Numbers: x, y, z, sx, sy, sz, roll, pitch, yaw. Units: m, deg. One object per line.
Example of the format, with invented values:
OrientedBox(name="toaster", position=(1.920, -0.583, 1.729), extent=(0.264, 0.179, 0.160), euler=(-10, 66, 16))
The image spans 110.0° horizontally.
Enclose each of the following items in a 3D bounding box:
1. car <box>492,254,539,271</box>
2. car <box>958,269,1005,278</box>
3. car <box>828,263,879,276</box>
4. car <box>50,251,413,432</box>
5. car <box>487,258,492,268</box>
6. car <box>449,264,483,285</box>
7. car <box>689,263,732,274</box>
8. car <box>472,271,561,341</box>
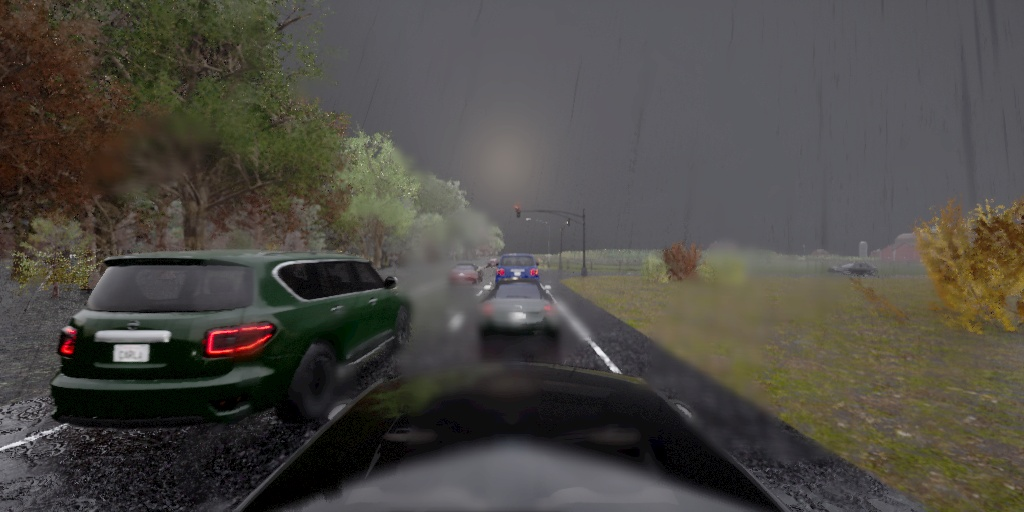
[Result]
OrientedBox(name="car", position=(0.286, 0.908, 19.234), extent=(2.150, 2.045, 5.566), euler=(0, 0, 1))
OrientedBox(name="car", position=(49.488, 1.699, 38.071), extent=(4.181, 1.385, 1.994), euler=(1, -1, 2))
OrientedBox(name="car", position=(39.789, 1.580, 41.831), extent=(4.892, 1.490, 1.837), euler=(1, -1, 1))
OrientedBox(name="car", position=(-3.361, 0.956, 5.874), extent=(2.150, 2.045, 5.566), euler=(0, 0, 1))
OrientedBox(name="car", position=(-2.814, 1.072, 56.276), extent=(1.812, 1.442, 4.674), euler=(0, 0, 1))
OrientedBox(name="car", position=(-3.152, 1.229, 25.241), extent=(1.994, 1.385, 4.181), euler=(0, 0, 1))
OrientedBox(name="car", position=(23.133, 1.443, 42.101), extent=(5.357, 1.411, 2.033), euler=(1, -1, 1))
OrientedBox(name="car", position=(0.180, 1.285, 9.823), extent=(1.994, 1.385, 4.181), euler=(0, 0, 1))
